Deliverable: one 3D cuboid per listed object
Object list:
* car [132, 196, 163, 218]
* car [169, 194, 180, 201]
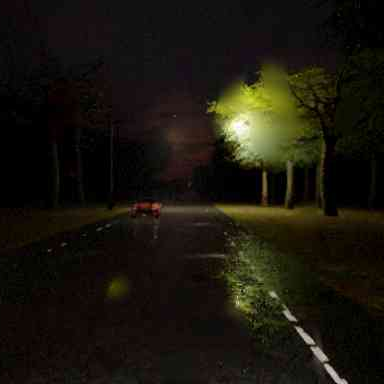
[{"bbox_3d":[-3.647,1.173,27.571,2.097,1.767,4.553,0,0,0],"label":"car"},{"bbox_3d":[-3.626,1.127,67.960,1.812,1.442,4.674,0,0,0],"label":"car"}]
